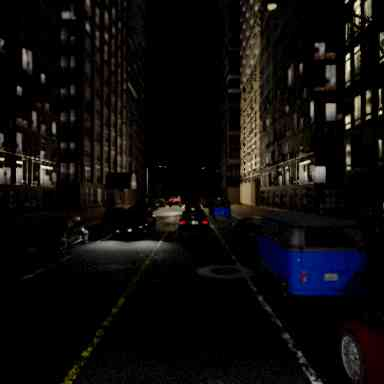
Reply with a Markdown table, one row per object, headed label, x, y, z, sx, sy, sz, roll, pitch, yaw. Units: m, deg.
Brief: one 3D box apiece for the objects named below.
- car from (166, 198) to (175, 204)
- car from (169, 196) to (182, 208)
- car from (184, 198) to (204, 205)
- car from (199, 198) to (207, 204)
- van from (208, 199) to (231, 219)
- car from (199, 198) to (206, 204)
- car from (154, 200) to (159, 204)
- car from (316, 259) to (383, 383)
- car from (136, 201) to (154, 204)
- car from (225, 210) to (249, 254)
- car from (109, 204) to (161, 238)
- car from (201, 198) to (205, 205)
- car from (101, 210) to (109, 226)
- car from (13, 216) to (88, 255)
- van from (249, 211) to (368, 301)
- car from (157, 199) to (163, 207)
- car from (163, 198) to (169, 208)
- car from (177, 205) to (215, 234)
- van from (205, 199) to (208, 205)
| label | x | y | z | sx | sy | sz | roll | pitch | yaw |
| --- | --- | --- | --- | --- | --- | --- | --- | --- | --- |
| car | -5.716 | 2.332 | 88.038 | 2.008 | 1.369 | 4.403 | 0 | 0 | 0 |
| car | -3.058 | 1.770 | 60.331 | 2.150 | 2.045 | 5.566 | 0 | 0 | 1 |
| car | 0.090 | 1.843 | 39.081 | 1.882 | 1.535 | 5.008 | 0 | 0 | 0 |
| car | 2.666 | 2.278 | 82.342 | 1.887 | 1.381 | 4.507 | 0 | 0 | 0 |
| van | 2.680 | 1.634 | 31.061 | 1.690 | 1.788 | 3.998 | 0 | -1 | 0 |
| car | 2.664 | 2.364 | 88.039 | 1.802 | 1.307 | 4.206 | 0 | 0 | 0 |
| car | -5.704 | 1.977 | 42.455 | 1.802 | 1.307 | 4.206 | 0 | -1 | 0 |
| car | 2.688 | 1.609 | 2.569 | 1.802 | 1.307 | 4.206 | 0 | -1 | 0 |
| car | -5.703 | 1.889 | 36.757 | 1.887 | 1.381 | 4.507 | 0 | -1 | 0 |
| car | 2.685 | 1.680 | 13.965 | 1.887 | 1.381 | 4.507 | 0 | -1 | 0 |
| car | -3.105 | 1.686 | 19.007 | 1.837 | 1.490 | 4.892 | 0 | -1 | 0 |
| car | 2.674 | 2.059 | 53.854 | 1.947 | 1.339 | 4.313 | 0 | 0 | 0 |
| car | -5.699 | 1.822 | 25.360 | 1.802 | 1.307 | 4.206 | 0 | -1 | 0 |
| car | -5.696 | 1.700 | 13.964 | 1.947 | 1.339 | 4.313 | 0 | -1 | 0 |
| van | 2.686 | 1.423 | 8.269 | 1.690 | 1.788 | 3.998 | 0 | -1 | 0 |
| car | -5.705 | 1.995 | 48.153 | 2.008 | 1.369 | 4.403 | 0 | 0 | 0 |
| car | -5.708 | 1.981 | 59.551 | 1.967 | 1.590 | 4.097 | 0 | 0 | 0 |
| car | 0.094 | 1.743 | 20.552 | 2.033 | 1.411 | 5.357 | 0 | -1 | 0 |
| van | 2.678 | 1.686 | 36.760 | 1.690 | 1.788 | 3.998 | 0 | -1 | 0 |
